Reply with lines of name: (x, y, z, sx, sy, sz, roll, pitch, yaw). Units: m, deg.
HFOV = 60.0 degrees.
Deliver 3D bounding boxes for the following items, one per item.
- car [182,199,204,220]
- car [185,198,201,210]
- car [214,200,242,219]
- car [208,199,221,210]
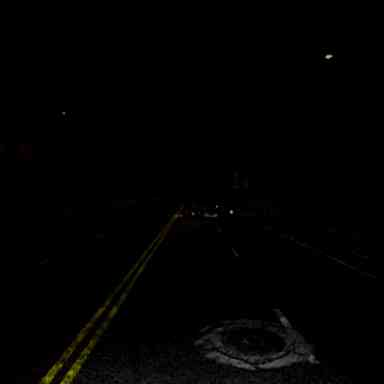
car: (0.108, 1.651, 29.845, 1.812, 1.442, 4.674, 0, 0, 0)
car: (0.110, 1.680, 46.682, 2.128, 1.511, 4.902, 0, 0, 0)
car: (3.358, 1.690, 30.299, 1.994, 1.385, 4.181, 0, 0, 0)
car: (3.362, 1.695, 47.275, 1.837, 1.490, 4.892, 0, 0, 0)
